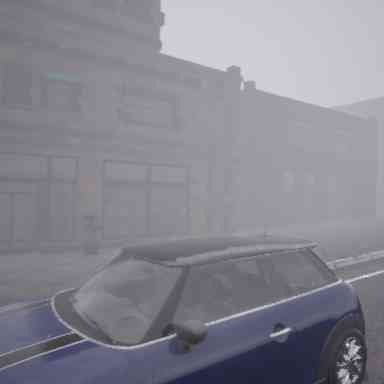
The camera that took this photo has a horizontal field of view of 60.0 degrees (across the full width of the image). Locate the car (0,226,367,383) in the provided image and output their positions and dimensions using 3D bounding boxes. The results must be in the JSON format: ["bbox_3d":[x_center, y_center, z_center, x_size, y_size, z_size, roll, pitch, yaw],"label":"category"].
[{"bbox_3d":[-0.199,1.336,3.530,4.553,1.767,2.097,0,0,-34],"label":"car"}]
